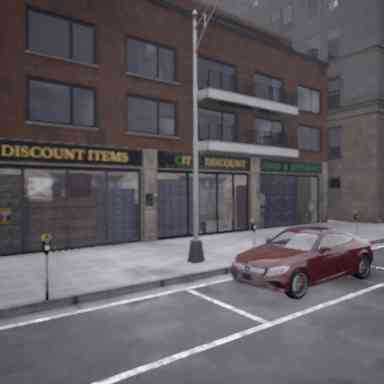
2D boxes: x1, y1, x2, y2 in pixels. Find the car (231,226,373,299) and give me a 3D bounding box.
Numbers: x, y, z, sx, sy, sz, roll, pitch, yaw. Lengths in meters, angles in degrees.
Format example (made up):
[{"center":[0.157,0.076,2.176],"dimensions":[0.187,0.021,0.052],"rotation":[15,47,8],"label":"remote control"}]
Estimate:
[{"center":[2.863,1.528,8.233],"dimensions":[4.206,1.307,1.802],"rotation":[-1,0,-36],"label":"car"}]
